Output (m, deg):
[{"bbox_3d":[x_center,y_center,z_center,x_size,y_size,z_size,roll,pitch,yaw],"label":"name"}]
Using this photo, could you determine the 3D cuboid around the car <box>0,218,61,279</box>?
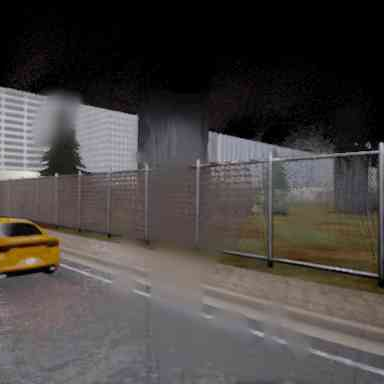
[{"bbox_3d":[-5.665,1.506,9.734,5.008,1.535,1.882,0,0,44],"label":"car"}]
